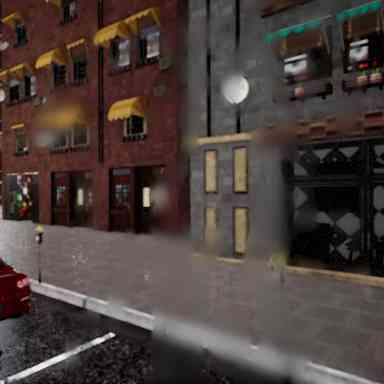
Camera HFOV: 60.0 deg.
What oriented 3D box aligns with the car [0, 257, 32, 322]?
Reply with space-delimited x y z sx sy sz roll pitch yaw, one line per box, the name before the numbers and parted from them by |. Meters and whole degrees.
car | -4.507 1.540 5.943 4.206 1.307 1.802 0 0 35
